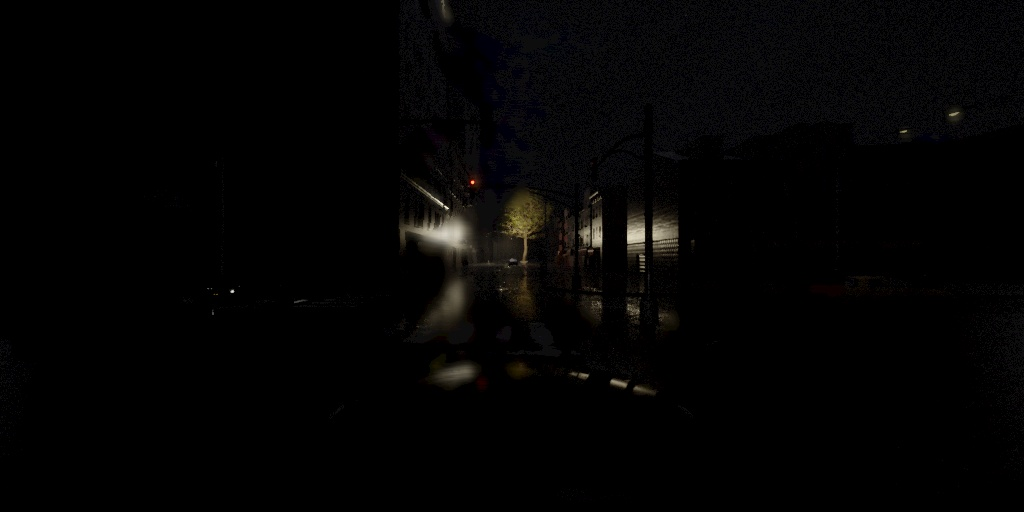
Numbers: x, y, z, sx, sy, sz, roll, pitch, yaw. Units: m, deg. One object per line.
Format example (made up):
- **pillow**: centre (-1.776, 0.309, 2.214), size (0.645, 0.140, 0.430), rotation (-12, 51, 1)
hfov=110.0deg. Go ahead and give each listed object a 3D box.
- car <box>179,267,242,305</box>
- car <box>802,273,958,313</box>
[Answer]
- **car**: centre (-13.757, 1.178, 14.542), size (4.892, 1.490, 1.837), rotation (0, 0, 0)
- **car**: centre (13.904, 1.346, 13.654), size (4.829, 1.417, 1.751), rotation (0, 0, 0)
